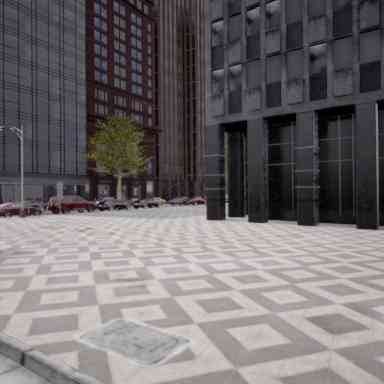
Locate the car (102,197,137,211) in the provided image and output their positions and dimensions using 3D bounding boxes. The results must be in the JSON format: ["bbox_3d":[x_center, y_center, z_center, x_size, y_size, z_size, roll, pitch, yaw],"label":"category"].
[{"bbox_3d":[-8.972,1.524,38.590,1.947,1.339,4.313,-1,0,35],"label":"car"}]

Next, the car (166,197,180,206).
[{"bbox_3d":[-1.623,1.496,53.884,2.033,1.411,5.357,-1,0,35],"label":"car"}]

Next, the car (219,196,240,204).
[{"bbox_3d":[7.013,1.463,61.813,1.947,1.339,4.313,-1,0,35],"label":"car"}]

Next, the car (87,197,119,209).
[{"bbox_3d":[-12.796,1.484,48.072,1.967,1.590,4.097,-1,0,35],"label":"car"}]

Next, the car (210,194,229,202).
[{"bbox_3d":[6.389,1.296,75.945,2.192,1.841,5.009,-1,0,35],"label":"car"}]

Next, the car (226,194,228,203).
[{"bbox_3d":[3.814,1.222,57.170,2.192,1.841,5.009,-1,0,35],"label":"car"}]

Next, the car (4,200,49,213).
[{"bbox_3d":[-19.189,1.642,38.781,1.947,1.339,4.313,-1,0,35],"label":"car"}]

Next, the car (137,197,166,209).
[{"bbox_3d":[-5.775,1.509,43.234,1.947,1.339,4.313,-1,0,35],"label":"car"}]

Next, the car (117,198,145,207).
[{"bbox_3d":[-9.596,1.613,52.717,1.802,1.307,4.206,-1,0,35],"label":"car"}]

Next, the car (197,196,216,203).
[{"bbox_3d":[3.193,1.534,71.299,1.887,1.381,4.507,-1,0,35],"label":"car"}]

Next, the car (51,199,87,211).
[{"bbox_3d":[-15.991,1.642,43.426,1.802,1.307,4.206,-1,0,35],"label":"car"}]

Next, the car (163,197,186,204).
[{"bbox_3d":[-3.202,1.574,62.008,1.947,1.339,4.313,-1,0,35],"label":"car"}]

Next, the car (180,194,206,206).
[{"bbox_3d":[0.619,1.462,52.524,1.887,1.381,4.507,-1,0,35],"label":"car"}]

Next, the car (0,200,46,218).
[{"bbox_3d":[-15.366,1.576,29.300,1.802,1.307,4.206,-1,0,35],"label":"car"}]

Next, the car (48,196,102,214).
[{"bbox_3d":[-12.171,1.290,33.946,2.192,1.841,5.009,-1,0,35],"label":"car"}]

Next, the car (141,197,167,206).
[{"bbox_3d":[-6.496,1.544,57.222,1.752,1.417,4.829,-1,0,35],"label":"car"}]
